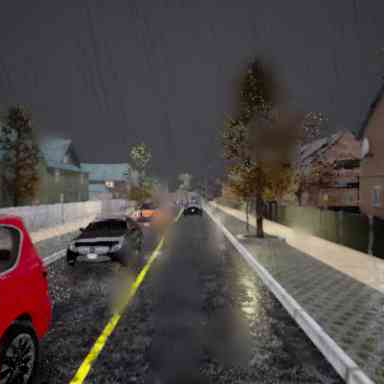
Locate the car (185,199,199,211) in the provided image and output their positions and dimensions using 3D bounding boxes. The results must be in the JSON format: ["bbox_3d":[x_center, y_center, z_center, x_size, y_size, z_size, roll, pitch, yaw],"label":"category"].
[{"bbox_3d":[0.036,1.826,46.596,1.837,1.490,4.892,0,0,1],"label":"car"}]

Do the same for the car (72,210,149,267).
[{"bbox_3d":[-2.845,1.579,11.799,1.812,1.442,4.674,0,0,0],"label":"car"}]

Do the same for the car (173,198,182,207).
[{"bbox_3d":[-2.645,1.969,64.734,2.128,1.511,4.902,0,-1,1],"label":"car"}]

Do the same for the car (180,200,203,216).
[{"bbox_3d":[0.096,1.776,34.630,1.994,1.385,4.181,0,0,0],"label":"car"}]

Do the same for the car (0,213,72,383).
[{"bbox_3d":[-2.887,1.230,1.959,2.150,2.045,5.566,0,0,2],"label":"car"}]

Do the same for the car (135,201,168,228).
[{"bbox_3d":[-2.839,1.478,23.280,2.097,1.767,4.553,0,0,0],"label":"car"}]
